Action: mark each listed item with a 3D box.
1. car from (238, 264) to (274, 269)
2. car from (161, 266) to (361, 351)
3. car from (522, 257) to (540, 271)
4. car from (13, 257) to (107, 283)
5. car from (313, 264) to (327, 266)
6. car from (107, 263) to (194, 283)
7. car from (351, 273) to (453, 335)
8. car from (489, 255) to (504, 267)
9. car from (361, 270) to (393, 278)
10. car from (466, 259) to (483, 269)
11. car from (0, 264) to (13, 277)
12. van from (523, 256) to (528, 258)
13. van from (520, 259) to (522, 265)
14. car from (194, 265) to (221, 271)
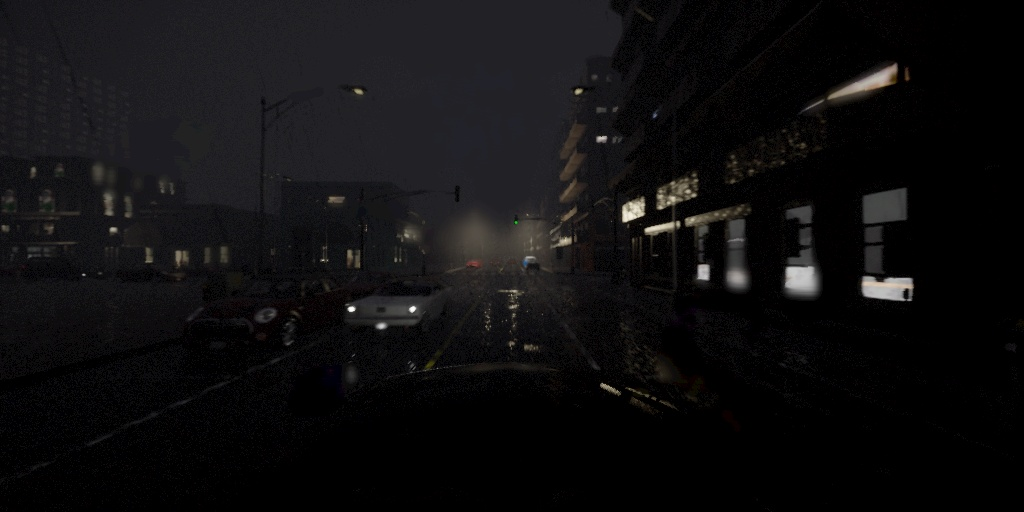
[{"bbox_3d":[-25.191,1.438,34.899,4.313,1.339,1.948,0,0,1],"label":"car"},{"bbox_3d":[-5.654,1.180,8.868,1.967,1.591,4.097,0,0,0],"label":"car"},{"bbox_3d":[2.698,1.221,47.033,2.007,1.370,4.403,0,0,0],"label":"car"},{"bbox_3d":[-36.178,1.068,29.160,5.566,2.045,2.150,0,-1,1],"label":"car"},{"bbox_3d":[-19.709,1.398,34.822,4.403,1.370,2.007,0,0,1],"label":"car"},{"bbox_3d":[-26.369,1.205,26.276,4.097,1.591,1.967,0,0,1],"label":"car"},{"bbox_3d":[-3.062,1.339,10.635,1.895,1.301,4.718,0,0,0],"label":"car"},{"bbox_3d":[-3.003,1.105,65.176,1.882,1.535,5.008,0,0,0],"label":"car"},{"bbox_3d":[-5.654,1.278,14.513,1.888,1.381,4.507,0,0,0],"label":"car"},{"bbox_3d":[-5.682,1.239,52.578,1.802,1.307,4.207,0,0,0],"label":"car"},{"bbox_3d":[-48.455,1.421,35.142,4.097,1.591,1.967,0,0,1],"label":"car"},{"bbox_3d":[2.698,0.998,52.612,1.690,1.789,3.998,0,0,0],"label":"van"},{"bbox_3d":[2.700,0.971,63.775,1.690,1.789,3.998,0,0,0],"label":"van"},{"bbox_3d":[-30.670,1.480,34.974,4.207,1.307,1.802,0,0,1],"label":"car"}]
